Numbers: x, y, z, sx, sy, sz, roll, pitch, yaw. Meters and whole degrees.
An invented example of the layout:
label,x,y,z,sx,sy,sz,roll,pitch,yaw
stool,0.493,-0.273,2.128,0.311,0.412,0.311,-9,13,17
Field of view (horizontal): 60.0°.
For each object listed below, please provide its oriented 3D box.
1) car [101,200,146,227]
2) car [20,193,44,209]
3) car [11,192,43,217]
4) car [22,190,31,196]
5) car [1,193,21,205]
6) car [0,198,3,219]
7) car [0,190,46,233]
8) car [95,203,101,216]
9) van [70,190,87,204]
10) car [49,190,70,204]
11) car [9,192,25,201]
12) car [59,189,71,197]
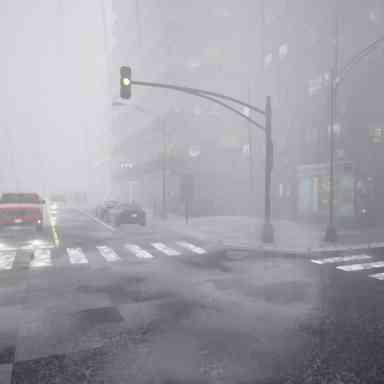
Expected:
label,x,y,z,sx,sy,sz,roll,pitch,yaw
car,-4.136,1.354,20.800,1.947,1.339,4.313,1,0,-24
car,-17.268,0.956,36.083,2.128,1.511,4.902,1,1,-24
car,-13.195,0.960,26.872,2.097,1.767,4.553,1,1,-24
car,-41.525,0.269,83.427,1.802,1.307,4.206,1,0,-24
car,-23.228,0.886,42.792,1.947,1.339,4.313,1,0,-24
car,-14.079,1.183,22.475,1.887,1.381,4.507,1,0,-24
car,-9.312,0.966,18.125,2.150,2.045,5.566,1,1,-25
car,-6.423,1.290,25.880,1.802,1.307,4.206,1,0,-24
van,-15.566,0.731,46.197,1.690,1.788,3.998,1,0,-24
car,-18.546,0.827,46.226,1.882,1.535,5.008,1,1,-24
car,-27.802,0.727,52.951,1.947,1.339,4.313,1,0,-24
car,-29.287,0.229,76.672,2.192,1.841,5.009,1,0,-24
